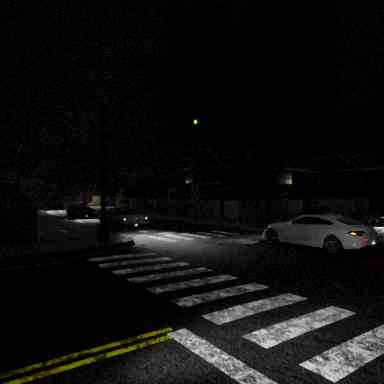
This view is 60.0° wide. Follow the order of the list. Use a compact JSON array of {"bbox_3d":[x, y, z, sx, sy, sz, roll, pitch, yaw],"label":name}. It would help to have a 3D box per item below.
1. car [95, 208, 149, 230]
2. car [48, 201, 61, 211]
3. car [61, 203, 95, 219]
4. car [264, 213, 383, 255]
[{"bbox_3d":[-4.704,1.769,22.591,1.895,1.301,4.718,0,0,-34],"label":"car"},{"bbox_3d":[-19.780,1.975,48.201,1.895,1.301,4.718,0,0,-26],"label":"car"},{"bbox_3d":[-10.789,1.794,32.020,2.033,1.411,5.357,0,0,-31],"label":"car"},{"bbox_3d":[5.118,1.596,13.734,1.812,1.442,4.674,0,0,-36],"label":"car"}]
